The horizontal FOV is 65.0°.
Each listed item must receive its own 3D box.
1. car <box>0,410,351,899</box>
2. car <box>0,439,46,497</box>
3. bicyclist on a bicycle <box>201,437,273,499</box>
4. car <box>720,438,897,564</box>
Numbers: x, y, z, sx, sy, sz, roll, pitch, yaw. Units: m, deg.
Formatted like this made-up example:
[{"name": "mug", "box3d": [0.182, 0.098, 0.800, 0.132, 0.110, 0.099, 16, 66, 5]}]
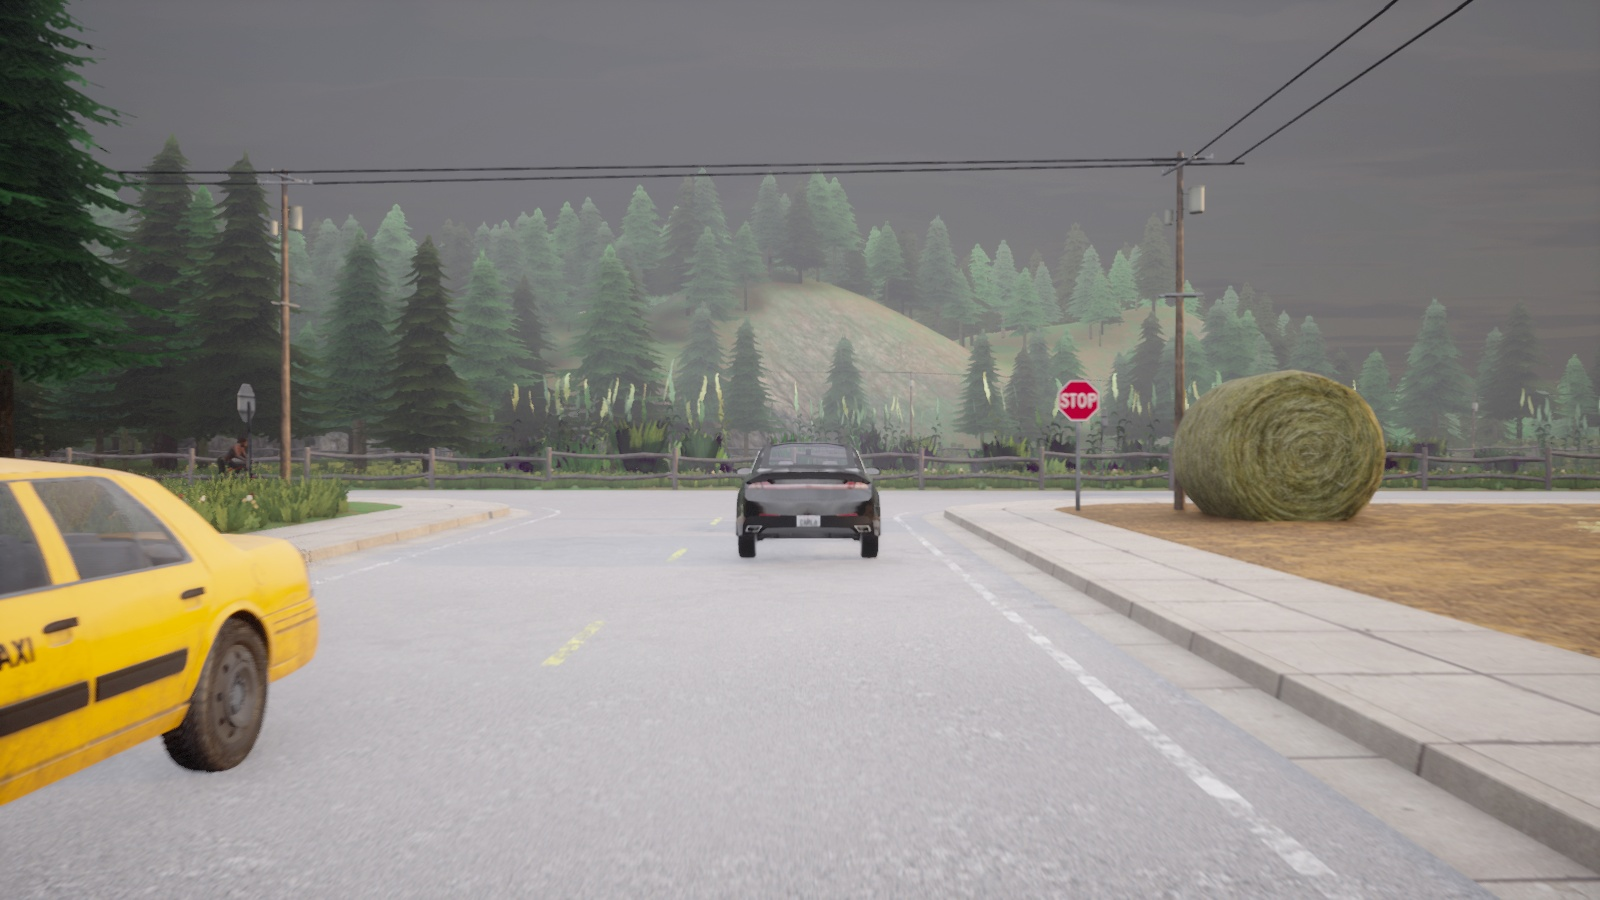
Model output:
[{"name": "car", "box3d": [-3.459, 0.658, 4.440, 1.801, 1.575, 5.366, 0, 0, 0]}, {"name": "car", "box3d": [-23.224, 0.460, 33.557, 4.902, 1.511, 2.128, 0, 0, 2]}, {"name": "bicyclist on a bicycle", "box3d": [-14.864, 0.466, 33.154, 1.656, 1.620, 0.582, 0, 0, 4]}, {"name": "car", "box3d": [0.115, 0.604, 17.579, 2.128, 1.511, 4.902, 0, 0, 0]}]
